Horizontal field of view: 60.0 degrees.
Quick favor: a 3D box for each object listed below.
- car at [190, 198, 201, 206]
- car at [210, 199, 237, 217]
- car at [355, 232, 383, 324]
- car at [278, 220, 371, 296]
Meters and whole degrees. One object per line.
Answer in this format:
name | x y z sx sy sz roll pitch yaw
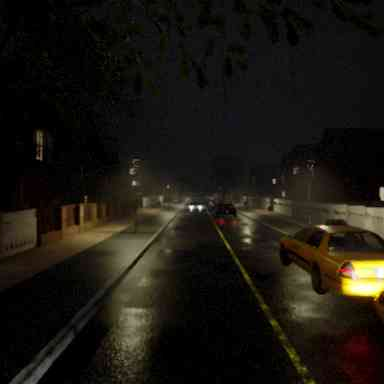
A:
car | 0.646 1.621 56.902 1.895 1.301 4.718 0 0 1
car | 3.147 1.531 31.733 2.128 1.511 4.902 0 0 1
car | 3.588 1.484 2.747 1.801 1.575 5.366 0 0 1
car | 3.658 1.490 8.747 1.801 1.575 5.366 0 0 1
